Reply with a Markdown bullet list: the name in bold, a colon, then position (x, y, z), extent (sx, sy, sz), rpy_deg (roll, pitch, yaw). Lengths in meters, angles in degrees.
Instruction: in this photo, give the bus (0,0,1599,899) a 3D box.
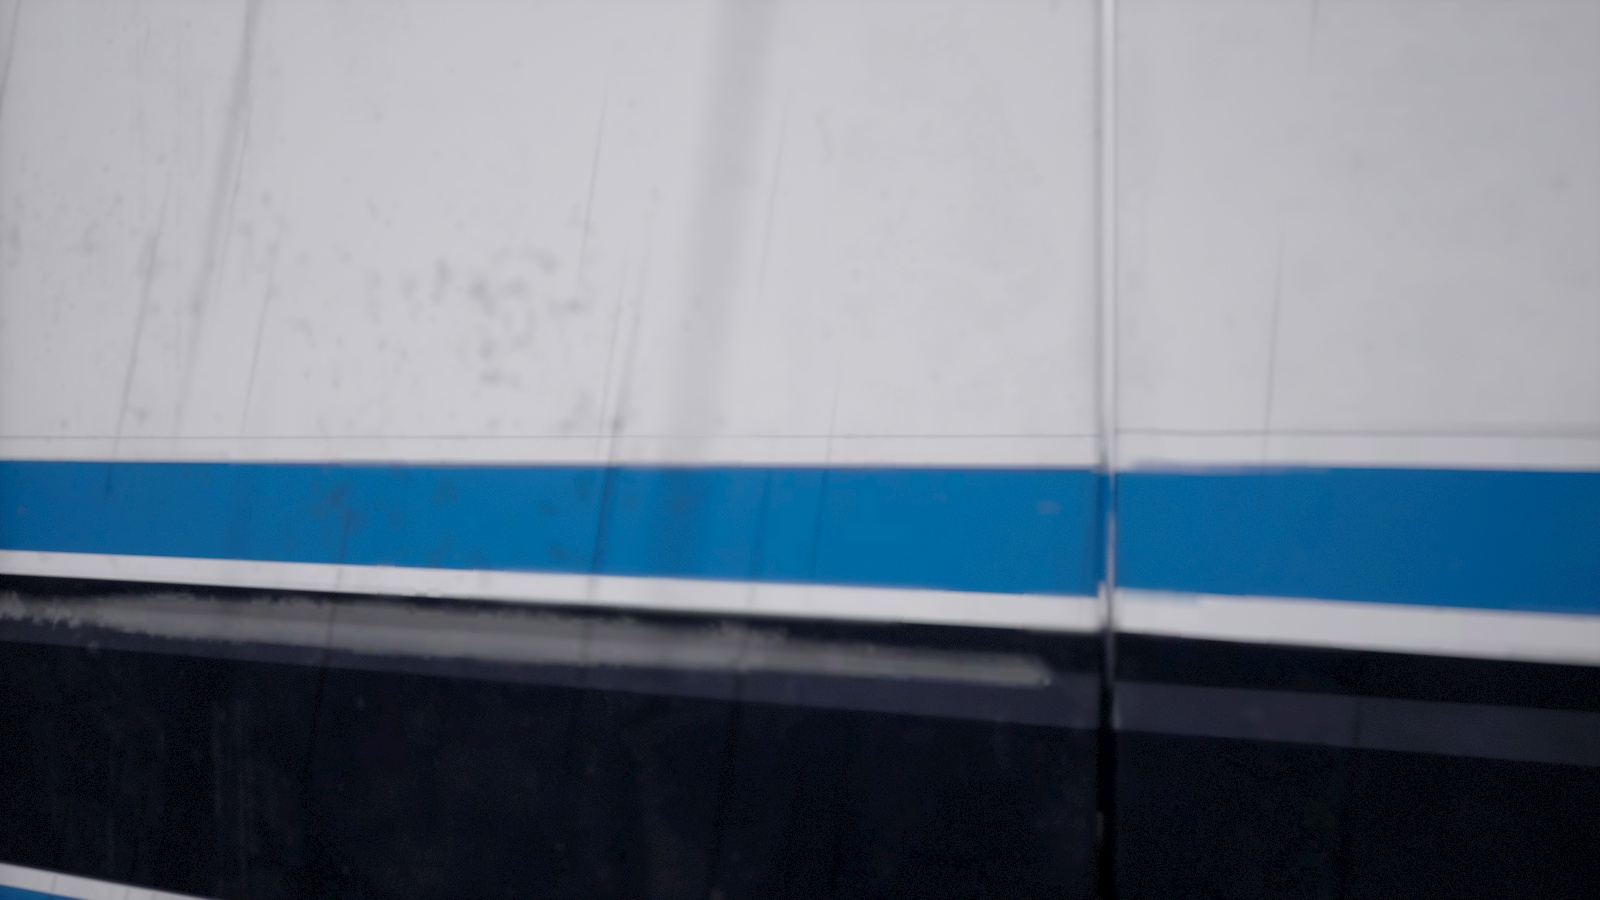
- **bus**: position (0.146, -0.596, 3.059), extent (10.273, 4.253, 3.944), rpy_deg (1, 1, 21)
